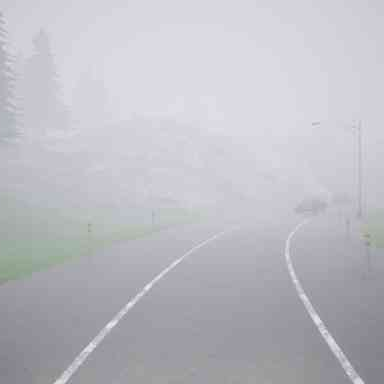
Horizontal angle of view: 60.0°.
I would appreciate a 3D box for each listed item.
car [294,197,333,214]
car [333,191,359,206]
[{"bbox_3d":[11.320,1.230,31.386,2.033,1.411,5.357,0,2,37],"label":"car"},{"bbox_3d":[18.754,0.626,40.625,2.097,1.767,4.553,0,3,41],"label":"car"}]
